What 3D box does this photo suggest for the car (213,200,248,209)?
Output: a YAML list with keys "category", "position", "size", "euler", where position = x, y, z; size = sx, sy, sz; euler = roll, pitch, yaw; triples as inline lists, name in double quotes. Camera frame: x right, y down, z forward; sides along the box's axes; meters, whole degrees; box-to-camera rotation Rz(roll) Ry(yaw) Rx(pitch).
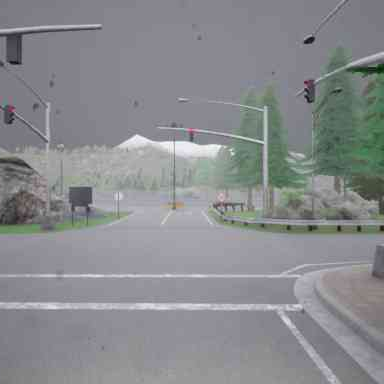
- category: "car"
  position: [5.522, 1.797, 47.780]
  size: [4.718, 1.301, 1.895]
  euler: [0, 0, -7]
